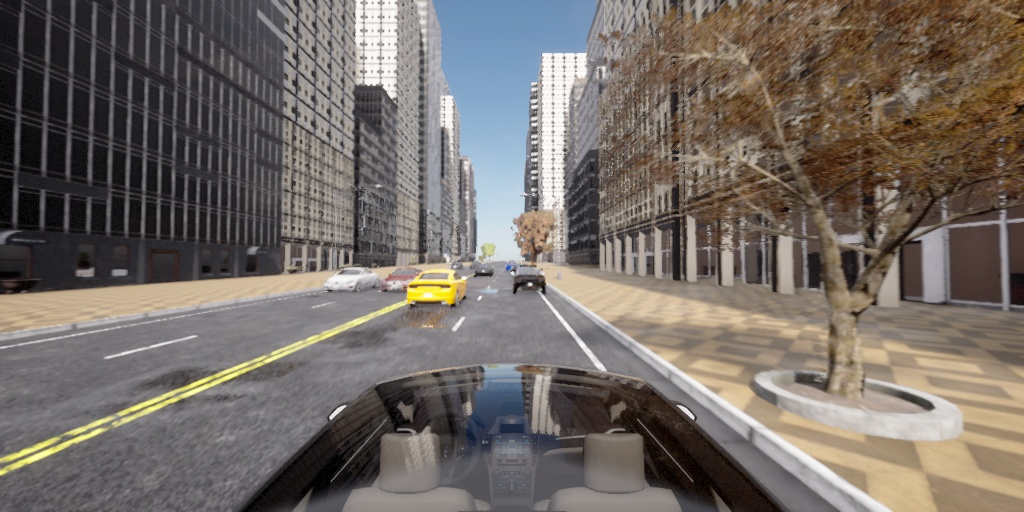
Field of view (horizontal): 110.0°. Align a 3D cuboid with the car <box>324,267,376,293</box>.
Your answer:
[{"bbox_3d":[-9.850,1.443,22.454,1.812,1.442,4.674,0,0,0],"label":"car"}]

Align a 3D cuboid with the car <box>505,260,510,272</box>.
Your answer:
[{"bbox_3d":[-0.010,1.666,55.544,1.882,1.535,5.008,0,0,0],"label":"car"}]

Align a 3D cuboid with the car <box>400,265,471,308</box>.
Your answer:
[{"bbox_3d":[-3.153,1.343,15.918,1.882,1.535,5.008,0,0,0],"label":"car"}]

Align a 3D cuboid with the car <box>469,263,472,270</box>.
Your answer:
[{"bbox_3d":[-6.528,1.767,64.081,1.837,1.490,4.892,0,0,0],"label":"car"}]

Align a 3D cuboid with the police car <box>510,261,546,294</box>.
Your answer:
[{"bbox_3d":[0.971,1.339,21.816,1.930,1.638,5.238,0,0,0],"label":"police car"}]

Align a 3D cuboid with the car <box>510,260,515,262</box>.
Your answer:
[{"bbox_3d":[0.968,1.521,37.707,1.882,1.535,5.008,0,0,0],"label":"car"}]

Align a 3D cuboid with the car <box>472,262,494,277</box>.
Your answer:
[{"bbox_3d":[-3.157,1.637,41.428,1.994,1.385,4.181,0,0,0],"label":"car"}]

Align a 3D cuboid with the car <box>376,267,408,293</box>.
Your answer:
[{"bbox_3d":[-6.600,1.444,22.444,1.812,1.442,4.674,0,0,0],"label":"car"}]

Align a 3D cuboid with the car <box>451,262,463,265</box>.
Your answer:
[{"bbox_3d":[-9.775,1.763,64.052,2.128,1.511,4.902,0,0,0],"label":"car"}]
